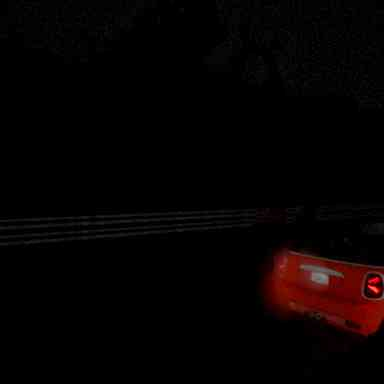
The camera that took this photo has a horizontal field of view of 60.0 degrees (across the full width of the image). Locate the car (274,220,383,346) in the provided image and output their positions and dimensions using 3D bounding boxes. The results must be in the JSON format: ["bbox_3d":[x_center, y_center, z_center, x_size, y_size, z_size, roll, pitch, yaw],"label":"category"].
[{"bbox_3d":[3.715,1.356,6.397,4.553,1.767,2.097,0,0,-36],"label":"car"}]
